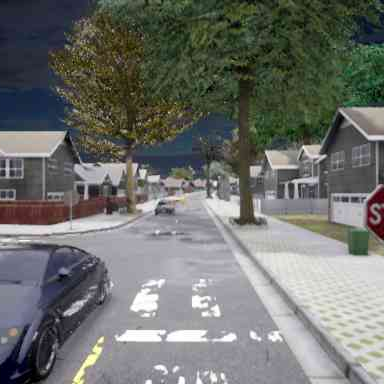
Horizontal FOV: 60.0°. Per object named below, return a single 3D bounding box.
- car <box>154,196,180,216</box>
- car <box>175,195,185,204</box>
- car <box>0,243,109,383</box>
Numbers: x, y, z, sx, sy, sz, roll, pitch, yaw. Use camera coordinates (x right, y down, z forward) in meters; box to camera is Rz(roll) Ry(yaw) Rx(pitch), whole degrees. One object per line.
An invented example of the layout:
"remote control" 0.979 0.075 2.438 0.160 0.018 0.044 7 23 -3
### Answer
"car" -2.447 1.450 31.496 1.837 1.490 4.892 0 1 1
"car" -2.204 1.177 55.711 1.882 1.535 5.008 0 1 1
"car" -2.711 1.554 5.254 1.994 1.385 4.181 0 0 1
